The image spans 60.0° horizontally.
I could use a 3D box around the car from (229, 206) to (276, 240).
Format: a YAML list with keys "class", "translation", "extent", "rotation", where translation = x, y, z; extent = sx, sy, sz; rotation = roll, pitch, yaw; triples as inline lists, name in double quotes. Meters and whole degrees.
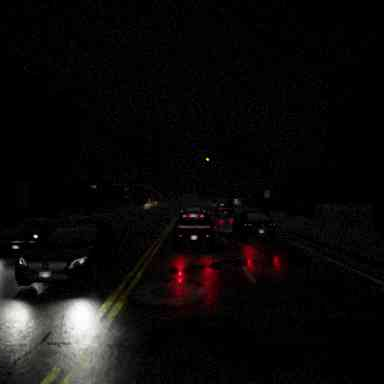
- class: "car"
  translation: [3.350, 1.730, 18.341]
  extent: [1.812, 1.442, 4.674]
  rotation: [0, 0, 0]

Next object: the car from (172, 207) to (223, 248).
- class: "car"
  translation: [0.098, 1.666, 15.826]
  extent: [2.128, 1.511, 4.902]
  rotation: [0, -1, 0]

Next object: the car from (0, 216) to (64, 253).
- class: "car"
  translation: [-6.514, 1.763, 14.519]
  extent: [1.895, 1.301, 4.718]
  rotation: [0, -1, 0]

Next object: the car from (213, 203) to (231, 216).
- class: "car"
  translation: [3.347, 1.883, 35.488]
  extent: [2.128, 1.511, 4.902]
  rotation: [0, -1, 0]

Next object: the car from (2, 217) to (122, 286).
- class: "car"
  translation: [-3.306, 1.636, 9.849]
  extent: [1.812, 1.442, 4.674]
  rotation: [0, -1, 0]
